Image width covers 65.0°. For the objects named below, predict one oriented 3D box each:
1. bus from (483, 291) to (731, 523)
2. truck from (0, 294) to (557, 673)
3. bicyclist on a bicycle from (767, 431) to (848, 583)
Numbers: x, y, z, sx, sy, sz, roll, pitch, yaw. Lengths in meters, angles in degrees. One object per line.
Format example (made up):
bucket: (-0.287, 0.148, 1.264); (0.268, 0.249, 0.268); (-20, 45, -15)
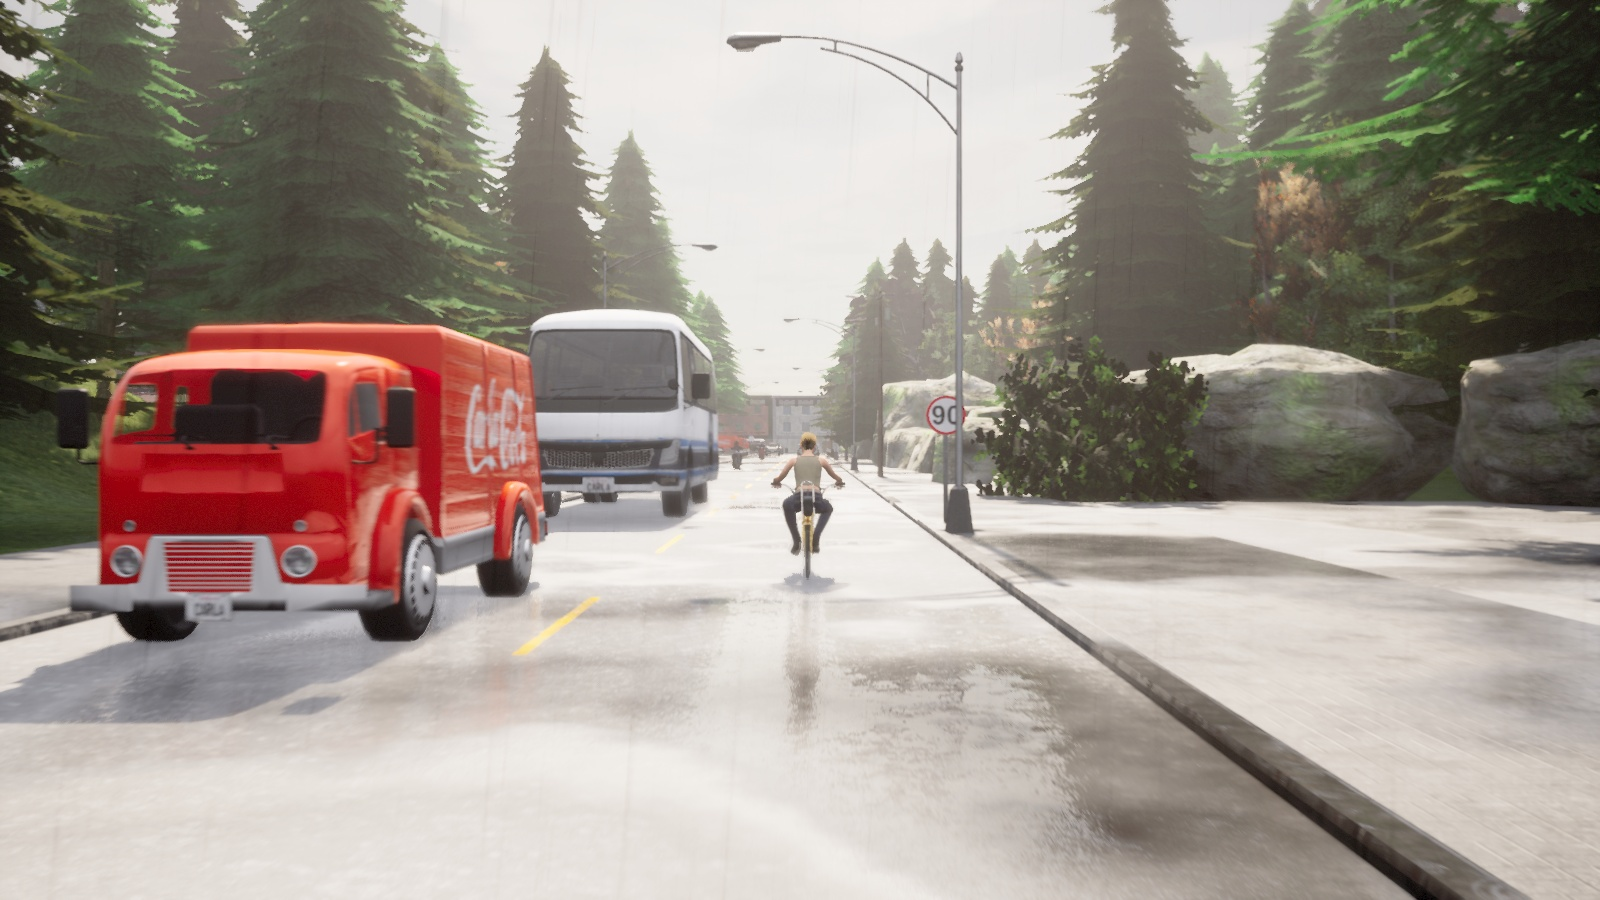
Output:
bus: (-3.824, -0.792, 28.209); (3.944, 4.253, 10.273); (0, 0, 0)
truck: (-3.924, 0.192, 10.793); (2.627, 2.467, 5.204); (0, 1, 0)
bicyclist on a bicycle: (0.090, 0.603, 14.132); (0.866, 1.612, 1.509); (0, 0, 1)
